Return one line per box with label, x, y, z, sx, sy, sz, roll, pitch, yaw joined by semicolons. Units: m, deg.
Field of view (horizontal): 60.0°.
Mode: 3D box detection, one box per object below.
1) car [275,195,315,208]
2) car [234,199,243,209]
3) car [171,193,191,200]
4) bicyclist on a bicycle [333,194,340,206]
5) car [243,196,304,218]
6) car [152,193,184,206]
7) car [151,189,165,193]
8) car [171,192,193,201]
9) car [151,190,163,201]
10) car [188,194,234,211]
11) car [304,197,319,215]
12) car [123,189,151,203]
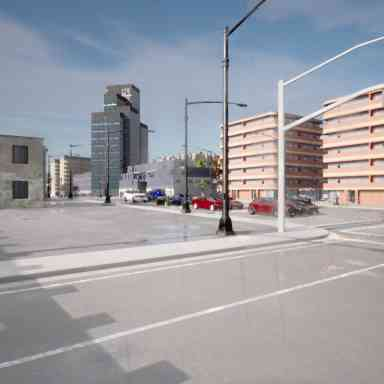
car;13.772;1.243;44.788;2.128;1.511;4.902;0;1;-34
car;4.148;1.256;39.910;1.812;1.442;4.674;0;1;-34
car;-2.246;0.858;68.205;1.895;1.301;4.718;0;1;-34
bicyclist on a bicycle;19.984;1.094;45.971;1.656;1.620;0.582;0;1;-34
car;7.115;1.231;29.382;2.097;1.767;4.553;0;1;-34
car;-3.156;1.157;44.400;1.994;1.385;4.181;0;1;-34
car;-7.565;0.334;69.601;2.150;2.045;5.566;0;1;-34
car;-1.907;0.862;61.431;1.837;1.490;4.892;0;1;-34
car;-7.294;0.877;56.725;1.837;1.490;4.892;0;1;-34
car;1.968;1.229;36.891;1.882;1.535;5.008;0;1;-34
car;9.496;1.413;32.090;2.033;1.411;5.357;0;1;-35
car;-9.121;0.627;53.177;2.150;2.045;5.566;0;1;-33
